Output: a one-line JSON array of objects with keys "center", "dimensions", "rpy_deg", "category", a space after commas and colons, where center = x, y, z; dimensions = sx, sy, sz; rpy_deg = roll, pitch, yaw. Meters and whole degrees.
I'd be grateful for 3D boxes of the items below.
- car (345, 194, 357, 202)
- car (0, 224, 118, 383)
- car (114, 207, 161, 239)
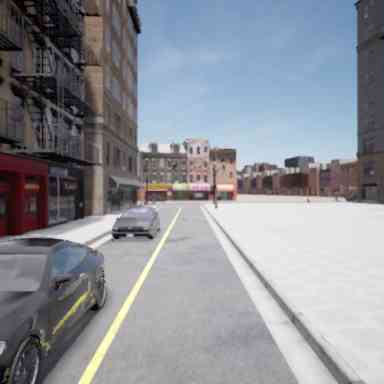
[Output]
[{"center": [29.131, 1.080, 57.926], "dimensions": [4.902, 1.511, 2.128], "rpy_deg": [0, 0, -9], "category": "car"}, {"center": [-2.618, 1.501, 5.043], "dimensions": [1.812, 1.442, 4.674], "rpy_deg": [0, 0, 0], "category": "car"}, {"center": [-2.641, 1.459, 16.884], "dimensions": [2.033, 1.411, 5.357], "rpy_deg": [0, 0, 0], "category": "car"}]
